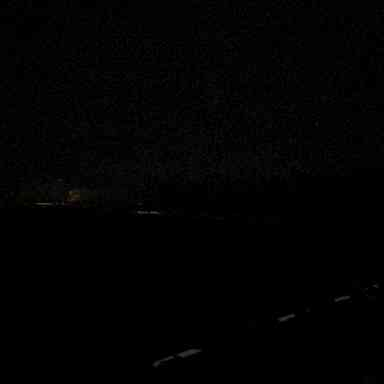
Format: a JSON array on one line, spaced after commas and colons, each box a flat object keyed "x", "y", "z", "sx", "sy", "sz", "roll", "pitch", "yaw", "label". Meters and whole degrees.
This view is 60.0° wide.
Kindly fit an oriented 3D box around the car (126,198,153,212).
[{"x": -7.006, "y": 1.641, "z": 44.042, "sx": 2.097, "sy": 1.767, "sz": 4.553, "roll": 0, "pitch": -1, "yaw": -35, "label": "car"}]
